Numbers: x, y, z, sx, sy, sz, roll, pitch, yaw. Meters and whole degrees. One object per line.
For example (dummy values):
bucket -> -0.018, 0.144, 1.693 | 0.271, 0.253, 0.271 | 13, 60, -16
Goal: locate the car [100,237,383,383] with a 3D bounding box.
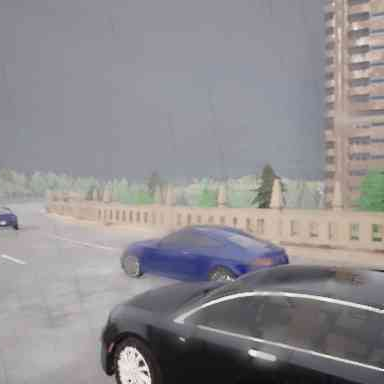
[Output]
car -> 1.115, 1.526, 3.350 | 4.892, 1.490, 1.837 | 0, 0, 36

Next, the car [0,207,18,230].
car -> -12.465, 1.654, 21.231 | 1.812, 1.442, 4.674 | 0, 0, -40

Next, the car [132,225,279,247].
car -> 0.182, 1.577, 8.501 | 4.674, 1.442, 1.812 | 0, 0, 38
